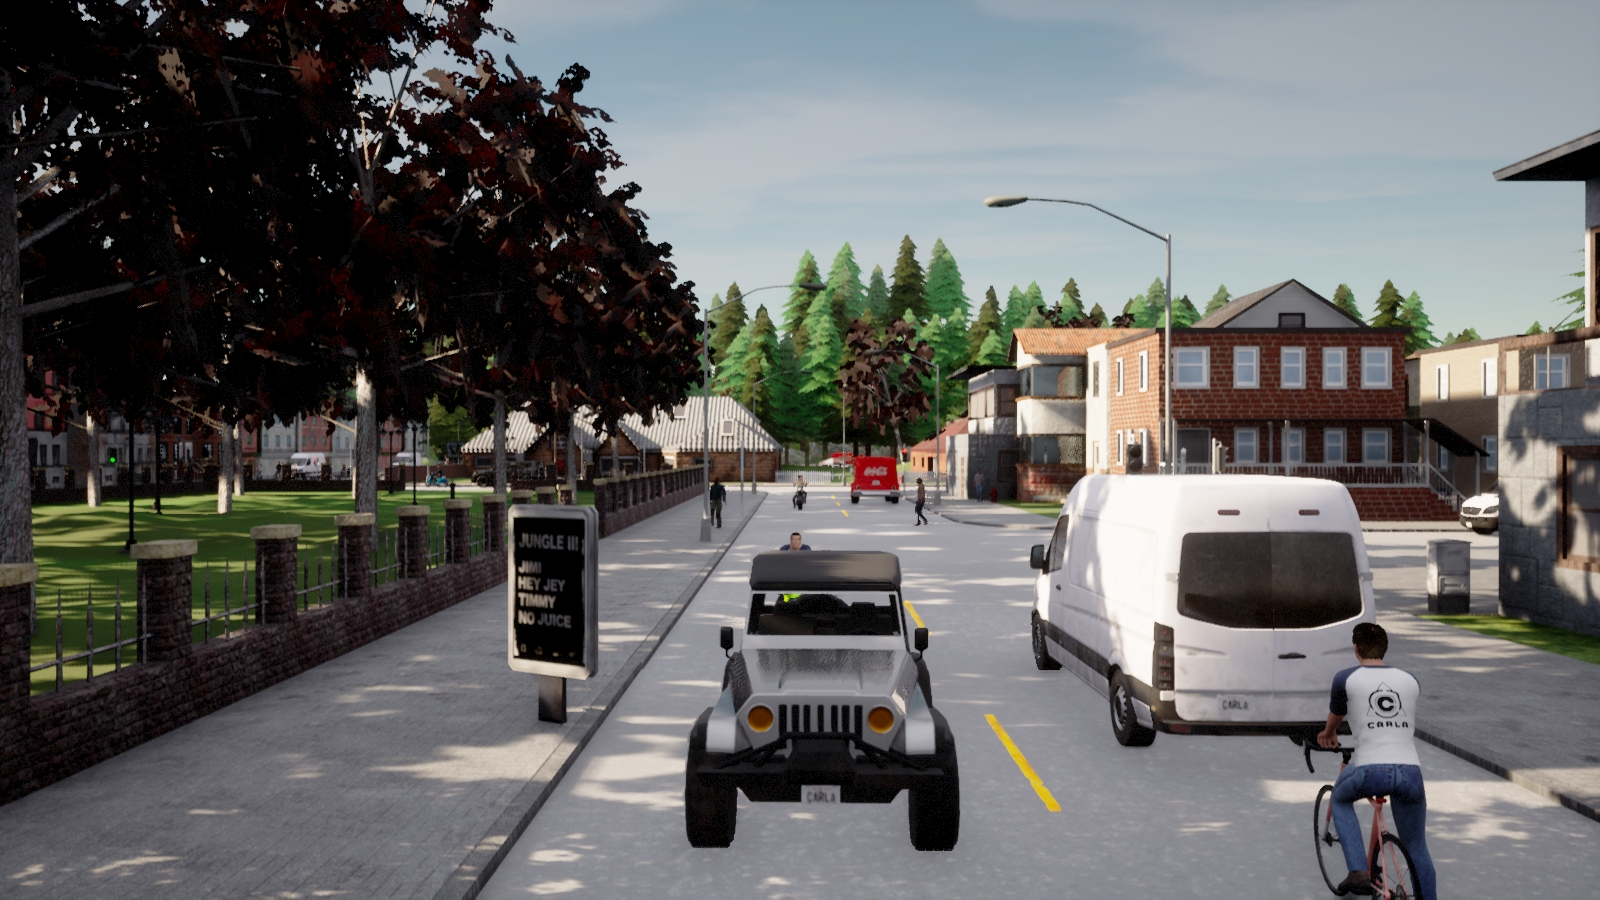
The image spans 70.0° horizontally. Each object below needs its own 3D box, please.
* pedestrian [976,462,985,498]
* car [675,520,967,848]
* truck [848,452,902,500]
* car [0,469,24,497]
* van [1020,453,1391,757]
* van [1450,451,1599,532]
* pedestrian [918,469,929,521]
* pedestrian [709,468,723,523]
[{"bbox_3d":[9.257,1.547,58.614,0.375,1.860,0.375,0,0,-1],"label":"pedestrian"},{"bbox_3d":[0.205,1.640,9.395,1.905,1.878,3.866,0,0,2],"label":"car"},{"bbox_3d":[3.969,1.372,61.570,2.627,2.467,5.204,0,0,1],"label":"truck"},{"bbox_3d":[-45.283,1.853,62.644,2.128,1.511,4.902,0,0,0],"label":"car"},{"bbox_3d":[4.000,1.320,12.633,1.988,2.561,5.915,0,0,0],"label":"van"},{"bbox_3d":[24.712,1.329,37.232,5.915,2.561,1.988,0,0,0],"label":"van"},{"bbox_3d":[4.519,1.645,41.857,0.375,1.860,0.375,0,0,2],"label":"pedestrian"},{"bbox_3d":[-2.855,1.541,38.891,0.375,1.860,0.375,0,0,15],"label":"pedestrian"}]
